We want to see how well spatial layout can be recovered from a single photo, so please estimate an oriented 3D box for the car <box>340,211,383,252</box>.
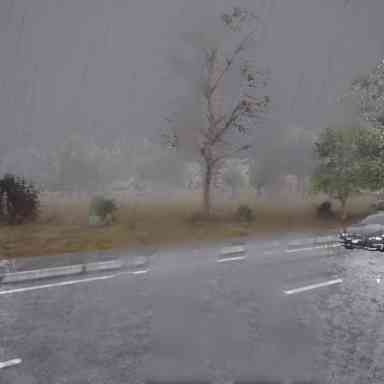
[{"bbox_3d":[7.829,1.487,12.887,4.892,1.490,1.837,0,0,-30],"label":"car"}]
